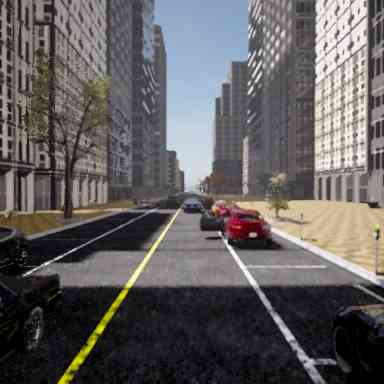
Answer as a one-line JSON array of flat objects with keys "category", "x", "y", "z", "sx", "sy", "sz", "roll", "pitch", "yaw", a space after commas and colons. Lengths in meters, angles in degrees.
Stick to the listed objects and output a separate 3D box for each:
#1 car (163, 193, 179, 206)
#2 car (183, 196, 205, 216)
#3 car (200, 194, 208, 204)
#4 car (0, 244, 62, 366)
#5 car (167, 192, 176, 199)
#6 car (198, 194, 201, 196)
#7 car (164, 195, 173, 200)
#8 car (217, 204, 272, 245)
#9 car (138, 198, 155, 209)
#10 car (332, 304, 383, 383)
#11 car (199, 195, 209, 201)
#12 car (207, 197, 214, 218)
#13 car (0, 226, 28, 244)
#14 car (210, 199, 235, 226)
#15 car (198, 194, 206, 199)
[{"category": "car", "x": -3.017, "y": 1.327, "z": 52.074, "sx": 1.882, "sy": 1.535, "sz": 5.008, "roll": 0, "pitch": 0, "yaw": 0}, {"category": "car", "x": 0.019, "y": 1.445, "z": 35.847, "sx": 2.033, "sy": 1.411, "sz": 5.357, "roll": 0, "pitch": 0, "yaw": 1}, {"category": "car", "x": 2.679, "y": 1.390, "z": 53.360, "sx": 1.887, "sy": 1.381, "sz": 4.507, "roll": -1, "pitch": 0, "yaw": 0}, {"category": "car", "x": -3.103, "y": 1.591, "z": 3.321, "sx": 1.895, "sy": 1.301, "sz": 4.718, "roll": 0, "pitch": 0, "yaw": 0}, {"category": "car", "x": -5.705, "y": 1.031, "z": 92.834, "sx": 2.192, "sy": 1.841, "sz": 5.009, "roll": -1, "pitch": 0, "yaw": 0}, {"category": "car", "x": 0.004, "y": 1.422, "z": 49.324, "sx": 1.994, "sy": 1.385, "sz": 4.181, "roll": 0, "pitch": 0, "yaw": 0}, {"category": "car", "x": -5.702, "y": 1.337, "z": 81.552, "sx": 1.802, "sy": 1.307, "sz": 4.206, "roll": -1, "pitch": 0, "yaw": 0}, {"category": "car", "x": 2.351, "y": 1.484, "z": 15.122, "sx": 1.812, "sy": 1.442, "sz": 4.674, "roll": 0, "pitch": 0, "yaw": 0}, {"category": "car", "x": -5.701, "y": 1.430, "z": 42.063, "sx": 2.008, "sy": 1.369, "sz": 4.403, "roll": -1, "pitch": 0, "yaw": 0}, {"category": "car", "x": 2.682, "y": 1.559, "z": 2.574, "sx": 1.947, "sy": 1.339, "sz": 4.313, "roll": -1, "pitch": 0, "yaw": 0}, {"category": "car", "x": 2.679, "y": 1.324, "z": 75.930, "sx": 2.008, "sy": 1.369, "sz": 4.403, "roll": -1, "pitch": 0, "yaw": 0}, {"category": "car", "x": 2.680, "y": 1.437, "z": 30.958, "sx": 1.752, "sy": 1.417, "sz": 4.829, "roll": -1, "pitch": 0, "yaw": 0}, {"category": "car", "x": -5.700, "y": 1.543, "z": 8.215, "sx": 1.947, "sy": 1.339, "sz": 4.313, "roll": -1, "pitch": 0, "yaw": 0}, {"category": "car", "x": 2.680, "y": 1.474, "z": 25.146, "sx": 1.887, "sy": 1.381, "sz": 4.507, "roll": -1, "pitch": 0, "yaw": 0}, {"category": "car", "x": 2.678, "y": 1.267, "z": 92.859, "sx": 2.008, "sy": 1.369, "sz": 4.403, "roll": -1, "pitch": 0, "yaw": 0}]
